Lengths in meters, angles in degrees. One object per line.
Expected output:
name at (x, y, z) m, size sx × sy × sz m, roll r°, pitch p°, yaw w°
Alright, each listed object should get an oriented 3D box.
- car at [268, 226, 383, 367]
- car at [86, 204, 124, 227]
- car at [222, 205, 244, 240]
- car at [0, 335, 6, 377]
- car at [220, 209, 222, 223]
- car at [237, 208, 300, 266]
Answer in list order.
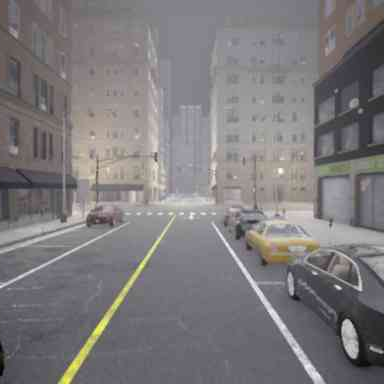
car at (2.858, 1.537, 5.595) m, size 2.008 × 1.369 × 4.403 m, roll -1°, pitch 0°, yaw 0°
car at (-5.717, 1.506, 22.334) m, size 1.887 × 1.381 × 4.507 m, roll -1°, pitch 0°, yaw 0°
car at (2.838, 1.529, 16.767) m, size 1.947 × 1.339 × 4.313 m, roll -1°, pitch 0°, yaw 0°
car at (-2.998, 1.563, 1.888) m, size 1.994 × 1.385 × 4.181 m, roll 0°, pitch 0°, yaw 0°
car at (2.829, 1.534, 22.353) m, size 1.802 × 1.307 × 4.206 m, roll -1°, pitch 0°, yaw 0°
car at (2.847, 1.500, 11.350) m, size 1.752 × 1.417 × 4.829 m, roll -1°, pitch 0°, yaw 0°
